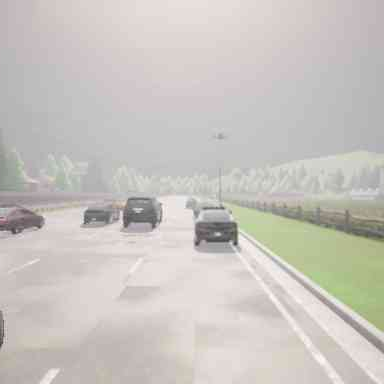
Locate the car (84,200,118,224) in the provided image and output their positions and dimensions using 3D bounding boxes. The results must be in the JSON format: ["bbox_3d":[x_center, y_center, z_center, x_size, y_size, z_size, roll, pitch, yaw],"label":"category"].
[{"bbox_3d":[-6.906,1.645,25.783,1.837,1.490,4.892,0,0,0],"label":"car"}]

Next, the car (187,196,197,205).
[{"bbox_3d":[-0.014,1.715,67.092,2.097,1.767,4.553,0,0,0],"label":"car"}]

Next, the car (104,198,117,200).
[{"bbox_3d":[-10.409,1.587,43.198,2.097,1.767,4.553,0,0,0],"label":"car"}]

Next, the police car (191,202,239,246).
[{"bbox_3d":[1.047,1.513,16.001,1.930,1.638,5.238,0,0,0],"label":"police car"}]

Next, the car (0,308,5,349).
[{"bbox_3d":[-3.399,1.520,2.469,1.837,1.490,4.892,0,0,0],"label":"car"}]

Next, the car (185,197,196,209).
[{"bbox_3d":[-0.011,1.774,52.122,2.128,1.511,4.902,0,0,0],"label":"car"}]

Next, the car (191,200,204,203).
[{"bbox_3d":[1.044,1.646,25.891,1.837,1.490,4.892,0,0,0],"label":"car"}]

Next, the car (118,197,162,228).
[{"bbox_3d":[-3.405,1.351,23.612,2.150,2.045,5.566,0,0,0],"label":"car"}]

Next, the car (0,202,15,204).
[{"bbox_3d":[-13.905,1.485,24.589,2.097,1.767,4.553,0,0,0],"label":"car"}]

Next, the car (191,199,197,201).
[{"bbox_3d":[1.043,1.678,31.891,1.837,1.490,4.892,0,0,0],"label":"car"}]

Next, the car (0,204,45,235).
[{"bbox_3d":[-10.403,1.632,19.523,1.812,1.442,4.674,0,0,0],"label":"car"}]
